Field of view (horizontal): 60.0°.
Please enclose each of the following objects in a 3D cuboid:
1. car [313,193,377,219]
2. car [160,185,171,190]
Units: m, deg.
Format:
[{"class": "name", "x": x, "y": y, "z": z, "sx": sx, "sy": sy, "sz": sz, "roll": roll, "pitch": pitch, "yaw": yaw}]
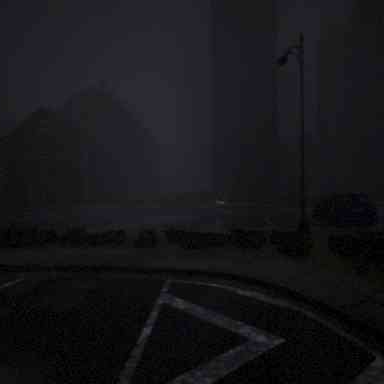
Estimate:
[{"class": "car", "x": 8.516, "y": 0.889, "z": 18.949, "sx": 2.242, "sy": 1.667, "sz": 4.611, "roll": -1, "pitch": 1, "yaw": 3}, {"class": "car", "x": -6.754, "y": -0.752, "z": 82.592, "sx": 3.866, "sy": 1.878, "sz": 1.905, "roll": 0, "pitch": -5, "yaw": -40}]
